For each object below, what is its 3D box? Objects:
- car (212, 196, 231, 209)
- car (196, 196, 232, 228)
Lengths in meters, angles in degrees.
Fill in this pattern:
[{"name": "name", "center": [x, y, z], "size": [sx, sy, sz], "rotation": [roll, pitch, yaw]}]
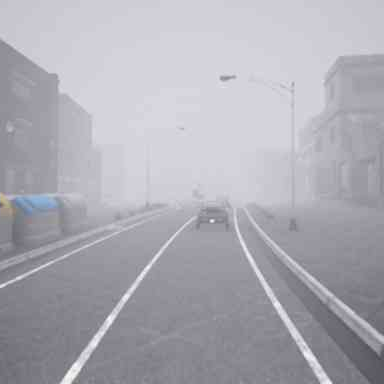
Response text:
[{"name": "car", "center": [3.437, 1.143, 38.129], "size": [2.033, 1.411, 5.357], "rotation": [0, -1, 7]}, {"name": "car", "center": [1.298, 1.233, 19.940], "size": [1.837, 1.490, 4.892], "rotation": [0, 1, 6]}]
